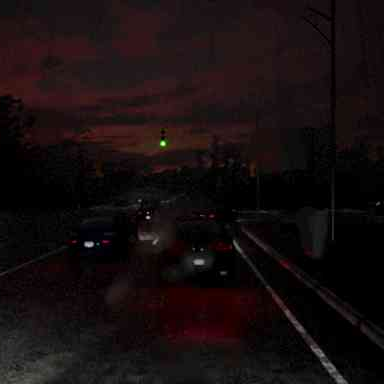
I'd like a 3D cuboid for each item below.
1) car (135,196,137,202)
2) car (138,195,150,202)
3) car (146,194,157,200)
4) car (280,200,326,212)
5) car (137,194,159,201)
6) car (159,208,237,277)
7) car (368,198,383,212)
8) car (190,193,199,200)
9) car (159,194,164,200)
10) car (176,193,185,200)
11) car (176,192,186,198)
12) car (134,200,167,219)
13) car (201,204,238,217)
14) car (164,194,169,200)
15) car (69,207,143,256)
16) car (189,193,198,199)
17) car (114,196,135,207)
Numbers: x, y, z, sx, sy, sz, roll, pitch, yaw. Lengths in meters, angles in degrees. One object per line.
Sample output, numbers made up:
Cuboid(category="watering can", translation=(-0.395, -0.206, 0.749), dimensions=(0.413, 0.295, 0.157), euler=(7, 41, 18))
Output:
Cuboid(category="car", translation=(-10.015, 1.391, 58.559), dimensions=(2.128, 1.511, 4.902), euler=(0, 0, 1))
Cuboid(category="car", translation=(-9.883, 1.328, 68.804), dimensions=(1.837, 1.490, 4.892), euler=(0, 0, 1))
Cuboid(category="car", translation=(-9.789, 1.172, 80.918), dimensions=(2.033, 1.411, 5.357), euler=(0, 1, 0))
Cuboid(category="car", translation=(12.400, 1.547, 37.517), dimensions=(4.718, 1.301, 1.895), euler=(0, 0, -2))
Cuboid(category="car", translation=(-6.636, 1.483, 50.451), dimensions=(1.994, 1.385, 4.181), euler=(0, 0, 1))
Cuboid(category="car", translation=(0.181, 1.474, 10.225), dimensions=(1.882, 1.535, 5.008), euler=(0, 0, 0))
Cuboid(category="car", translation=(22.591, 1.299, 37.985), dimensions=(4.553, 1.767, 2.097), euler=(0, 0, -3))
Cuboid(category="car", translation=(0.714, 1.198, 80.518), dimensions=(2.033, 1.411, 5.357), euler=(0, 1, 0))
Cuboid(category="car", translation=(-6.507, 1.423, 59.207), dimensions=(1.812, 1.442, 4.674), euler=(0, 0, 1))
Cuboid(category="car", translation=(-2.788, 1.173, 80.538), dimensions=(1.812, 1.442, 4.674), euler=(0, 1, 0))
Cuboid(category="car", translation=(-3.076, 0.874, 90.665), dimensions=(2.128, 1.511, 4.902), euler=(0, 1, -8))
Cuboid(category="car", translation=(-3.172, 1.566, 26.536), dimensions=(1.895, 1.301, 4.718), euler=(0, 0, 0))
Cuboid(category="car", translation=(1.648, 1.520, 22.818), dimensions=(2.033, 1.411, 5.357), euler=(0, 0, 22))
Cuboid(category="car", translation=(-6.380, 1.377, 69.159), dimensions=(1.994, 1.385, 4.181), euler=(0, 0, 1))
Cuboid(category="car", translation=(-3.297, 1.517, 13.049), dimensions=(1.812, 1.442, 4.674), euler=(0, 0, 1))
Cuboid(category="car", translation=(0.419, 0.962, 90.875), dimensions=(2.128, 1.511, 4.902), euler=(0, 1, -4))
Cuboid(category="car", translation=(-10.152, 1.399, 49.071), dimensions=(1.882, 1.535, 5.008), euler=(0, 0, 1))
